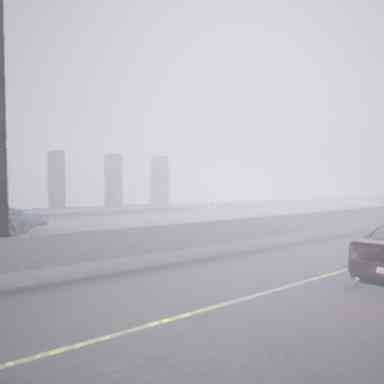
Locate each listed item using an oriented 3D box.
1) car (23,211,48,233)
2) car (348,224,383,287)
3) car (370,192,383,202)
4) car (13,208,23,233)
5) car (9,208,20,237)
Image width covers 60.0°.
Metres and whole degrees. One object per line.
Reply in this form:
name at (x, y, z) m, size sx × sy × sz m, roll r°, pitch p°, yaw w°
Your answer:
car at (-10.710, 1.531, 17.853) m, size 5.357 × 1.411 × 2.033 m, roll -1°, pitch 1°, yaw -36°
car at (5.719, 1.352, 7.961) m, size 5.008 × 1.535 × 1.882 m, roll -1°, pitch 1°, yaw -36°
car at (29.836, 0.750, 52.269) m, size 4.902 × 1.511 × 2.128 m, roll -1°, pitch 0°, yaw -36°
car at (-10.105, 1.513, 13.994) m, size 4.892 × 1.490 × 1.837 m, roll 0°, pitch 0°, yaw -36°
car at (-8.580, 1.507, 10.778) m, size 4.902 × 1.511 × 2.128 m, roll -1°, pitch 1°, yaw -36°
